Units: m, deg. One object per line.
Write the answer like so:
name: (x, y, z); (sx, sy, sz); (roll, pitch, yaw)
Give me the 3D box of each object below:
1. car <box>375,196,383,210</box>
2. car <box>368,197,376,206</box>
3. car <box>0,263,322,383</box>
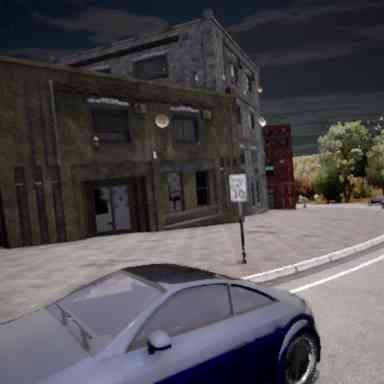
car: (23.655, 1.310, 38.754); (2.128, 1.511, 4.902); (-4, -2, 13)
car: (28.976, 1.322, 51.148); (2.128, 1.511, 4.902); (-5, -2, -1)
car: (-0.469, 1.560, 3.571); (4.181, 1.385, 1.994); (0, 0, -38)
